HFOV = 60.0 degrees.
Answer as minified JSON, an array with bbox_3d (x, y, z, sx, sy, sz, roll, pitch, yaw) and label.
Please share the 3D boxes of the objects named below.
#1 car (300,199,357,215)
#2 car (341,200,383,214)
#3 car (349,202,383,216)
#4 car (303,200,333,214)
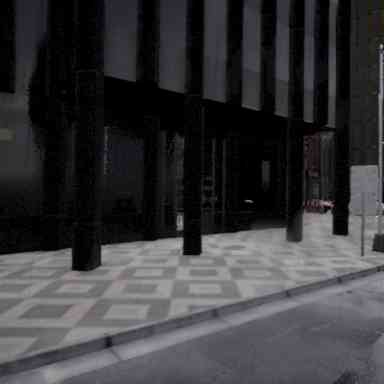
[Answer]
[{"bbox_3d":[14.651,1.576,35.967,2.033,1.411,5.357,1,0,-36],"label":"car"},{"bbox_3d":[19.908,1.682,38.527,2.008,1.369,4.403,1,-1,-36],"label":"car"},{"bbox_3d":[16.218,1.517,29.054,1.752,1.417,4.829,1,-1,-36],"label":"car"},{"bbox_3d":[13.026,1.524,33.497,1.887,1.381,4.507,1,-1,-36],"label":"car"}]
